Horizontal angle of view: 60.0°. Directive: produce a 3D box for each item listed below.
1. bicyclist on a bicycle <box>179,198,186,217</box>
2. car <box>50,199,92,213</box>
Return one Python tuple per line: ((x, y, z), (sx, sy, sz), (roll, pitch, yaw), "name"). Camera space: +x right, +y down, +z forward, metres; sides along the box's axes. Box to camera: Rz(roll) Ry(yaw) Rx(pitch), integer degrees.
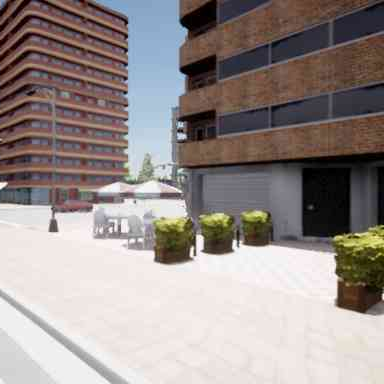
((-0.485, 1.292, 26.536), (0.582, 1.620, 1.656), (0, 0, -45), "bicyclist on a bicycle")
((-12.621, 1.469, 34.890), (4.181, 1.385, 1.994), (0, 0, -44), "car")
